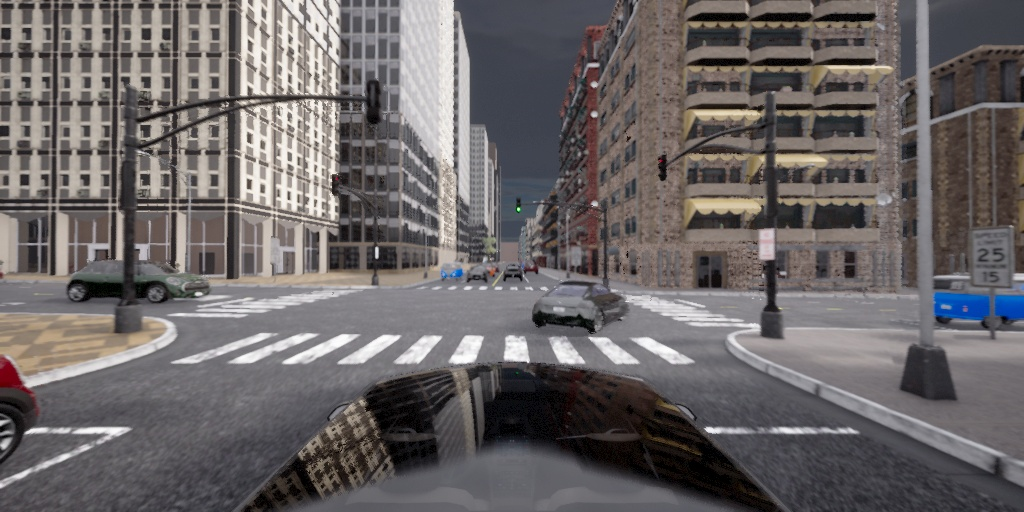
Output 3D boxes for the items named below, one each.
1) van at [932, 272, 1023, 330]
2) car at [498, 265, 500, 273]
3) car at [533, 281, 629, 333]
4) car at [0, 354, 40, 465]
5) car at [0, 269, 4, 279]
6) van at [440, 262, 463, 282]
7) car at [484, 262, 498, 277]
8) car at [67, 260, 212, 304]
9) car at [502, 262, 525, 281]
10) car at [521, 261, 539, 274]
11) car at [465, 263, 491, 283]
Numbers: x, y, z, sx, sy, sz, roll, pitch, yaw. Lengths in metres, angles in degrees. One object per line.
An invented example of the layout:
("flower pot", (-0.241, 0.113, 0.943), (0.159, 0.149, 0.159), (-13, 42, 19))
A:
("van", (16.912, 1.575, 12.438), (3.998, 1.789, 1.690), (0, 0, 0))
("car", (-3.057, 1.754, 57.093), (2.097, 1.767, 4.553), (0, -1, 0))
("car", (2.358, 1.507, 11.717), (1.994, 1.385, 4.181), (0, -1, 31))
("car", (-5.690, 1.190, 1.726), (1.967, 1.591, 4.097), (0, 0, 0))
("car", (-21.147, 0.943, 12.496), (4.097, 1.591, 1.967), (0, 0, 0))
("van", (-5.691, 1.469, 34.197), (1.690, 1.789, 3.998), (0, 0, 0))
("car", (-3.086, 1.584, 42.822), (2.097, 1.767, 4.553), (0, -1, 0))
("car", (-15.530, 0.990, 15.177), (4.553, 1.767, 2.097), (1, -1, -2))
("car", (0.100, 1.658, 36.280), (1.837, 1.490, 4.892), (0, -1, 0))
("car", (2.688, 1.642, 50.851), (2.192, 1.841, 5.009), (0, 0, 0))
("car", (-3.122, 1.620, 33.098), (1.837, 1.490, 4.892), (0, -1, -2))
